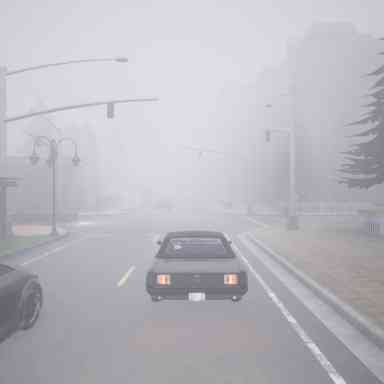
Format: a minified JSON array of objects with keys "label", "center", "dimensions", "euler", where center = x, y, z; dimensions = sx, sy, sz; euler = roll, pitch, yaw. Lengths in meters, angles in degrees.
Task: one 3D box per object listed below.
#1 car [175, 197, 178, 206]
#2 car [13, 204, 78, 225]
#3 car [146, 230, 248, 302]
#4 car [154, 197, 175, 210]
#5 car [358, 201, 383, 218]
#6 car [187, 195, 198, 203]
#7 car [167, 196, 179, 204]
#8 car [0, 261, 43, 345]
[{"label":"car","center":[-3.601,1.601,52.751],"dimensions":[1.895,1.301,4.718],"euler":[0,0,0]},{"label":"car","center":[-10.248,1.545,23.469],"dimensions":[4.181,1.385,1.994],"euler":[0,0,-8]},{"label":"car","center":[0.067,1.601,8.220],"dimensions":[1.895,1.301,4.718],"euler":[0,0,-1]},{"label":"car","center":[-3.606,1.526,42.705],"dimensions":[1.812,1.442,4.674],"euler":[0,0,1]},{"label":"car","center":[16.862,1.493,28.536],"dimensions":[5.008,1.535,1.882],"euler":[0,0,-2]},{"label":"car","center":[0.079,1.352,69.196],"dimensions":[2.097,1.767,4.553],"euler":[0,0,0]},{"label":"car","center":[-3.582,1.564,62.677],"dimensions":[1.994,1.385,4.181],"euler":[0,0,0]},{"label":"car","center":[-3.590,1.564,4.118],"dimensions":[1.994,1.385,4.181],"euler":[0,0,0]}]
